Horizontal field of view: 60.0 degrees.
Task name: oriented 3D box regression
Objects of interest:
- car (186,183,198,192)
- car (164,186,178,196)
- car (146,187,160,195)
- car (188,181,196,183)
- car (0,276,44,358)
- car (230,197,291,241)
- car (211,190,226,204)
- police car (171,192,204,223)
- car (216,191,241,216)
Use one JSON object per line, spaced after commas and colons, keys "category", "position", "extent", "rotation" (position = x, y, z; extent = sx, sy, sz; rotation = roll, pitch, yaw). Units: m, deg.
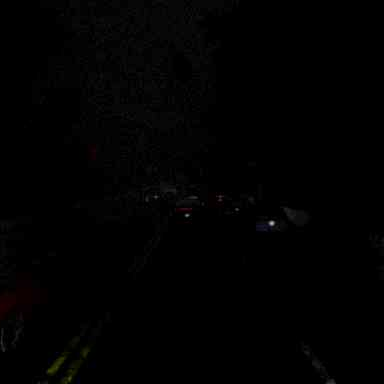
{"category": "car", "position": [0.103, -0.440, 58.984], "extent": [1.812, 1.442, 4.674], "rotation": [0, 3, 0]}
{"category": "car", "position": [-3.304, -0.193, 52.642], "extent": [1.882, 1.535, 5.008], "rotation": [0, 3, 0]}
{"category": "car", "position": [-6.533, -0.225, 55.960], "extent": [1.895, 1.301, 4.718], "rotation": [0, 3, 0]}
{"category": "car", "position": [0.028, -1.461, 75.019], "extent": [2.150, 2.045, 5.566], "rotation": [0, 2, 0]}
{"category": "car", "position": [-3.348, 1.595, 3.209], "extent": [1.895, 1.301, 4.718], "rotation": [0, 0, 0]}
{"category": "car", "position": [3.256, 1.282, 15.832], "extent": [2.033, 1.649, 4.856], "rotation": [0, 1, 0]}
{"category": "car", "position": [3.264, 0.539, 37.805], "extent": [1.837, 1.490, 4.892], "rotation": [0, 3, 0]}
{"category": "police car", "position": [-0.210, 1.102, 22.478], "extent": [1.930, 1.638, 5.238], "rotation": [0, 2, 2]}
{"category": "car", "position": [3.260, 1.005, 26.817], "extent": [1.882, 1.535, 5.008], "rotation": [0, 2, 0]}
